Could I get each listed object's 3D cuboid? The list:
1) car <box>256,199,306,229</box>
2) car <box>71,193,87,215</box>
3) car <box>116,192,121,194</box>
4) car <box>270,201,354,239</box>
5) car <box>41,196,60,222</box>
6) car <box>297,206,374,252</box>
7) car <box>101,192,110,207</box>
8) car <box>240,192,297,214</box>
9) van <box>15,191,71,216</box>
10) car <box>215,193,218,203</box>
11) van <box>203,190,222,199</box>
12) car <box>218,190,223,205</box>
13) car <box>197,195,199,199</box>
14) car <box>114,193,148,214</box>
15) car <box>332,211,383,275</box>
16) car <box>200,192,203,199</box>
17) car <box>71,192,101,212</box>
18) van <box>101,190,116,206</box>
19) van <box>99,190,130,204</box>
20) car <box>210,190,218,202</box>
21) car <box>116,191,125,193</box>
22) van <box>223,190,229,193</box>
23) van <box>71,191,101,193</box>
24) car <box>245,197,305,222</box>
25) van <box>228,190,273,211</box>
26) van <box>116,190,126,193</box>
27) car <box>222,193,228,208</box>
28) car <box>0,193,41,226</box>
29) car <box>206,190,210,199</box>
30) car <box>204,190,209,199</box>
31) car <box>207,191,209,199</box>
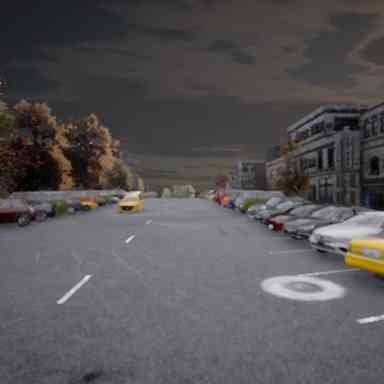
[{"bbox_3d":[6.099,1.306,17.168,4.792,1.488,2.163,0,1,-21],"label":"car"},{"bbox_3d":[-11.890,1.175,28.625,4.892,1.521,2.231,-1,1,-21],"label":"car"},{"bbox_3d":[-12.166,1.076,43.346,4.674,1.452,2.002,-1,0,-21],"label":"car"},{"bbox_3d":[6.190,1.312,14.243,4.892,1.521,2.231,0,1,-21],"label":"car"},{"bbox_3d":[-11.818,1.270,22.727,4.792,1.488,2.163,-1,1,-21],"label":"car"},{"bbox_3d":[6.235,1.386,11.314,4.674,1.452,2.002,0,1,-21],"label":"car"},{"bbox_3d":[-12.053,1.126,37.453,4.674,1.452,2.002,-1,1,-21],"label":"car"},{"bbox_3d":[6.052,1.083,23.053,4.553,1.767,2.185,0,1,-21],"label":"car"},{"bbox_3d":[-11.952,0.984,25.632,4.442,1.987,1.878,-1,1,-21],"label":"van"},{"bbox_3d":[5.704,1.069,40.642,4.674,1.452,2.002,0,1,-21],"label":"car"},{"bbox_3d":[5.003,0.624,81.742,4.442,1.987,1.878,1,-2,-21],"label":"van"},{"bbox_3d":[5.727,0.928,37.703,4.553,1.767,2.185,0,0,-21],"label":"car"},{"bbox_3d":[4.918,0.981,87.613,5.366,1.575,1.946,1,-2,-21],"label":"car"},{"bbox_3d":[-5.643,1.129,31.204,1.882,1.535,5.008,0,1,-1],"label":"car"},{"bbox_3d":[6.456,1.379,8.452,5.366,1.575,1.946,0,0,-21],"label":"car"},{"bbox_3d":[4.986,0.812,69.904,5.366,1.575,1.946,1,0,-21],"label":"car"},{"bbox_3d":[-11.778,1.138,31.637,5.366,1.575,1.946,-1,0,-21],"label":"car"},{"bbox_3d":[-12.007,0.833,40.445,4.442,1.987,1.878,-1,0,-21],"label":"van"},{"bbox_3d":[-12.218,0.740,52.219,4.442,1.987,1.878,-1,0,-21],"label":"van"},{"bbox_3d":[5.677,0.752,43.588,5.566,2.045,2.435,1,0,-21],"label":"car"},{"bbox_3d":[-12.222,1.051,46.291,4.674,1.452,2.002,-1,0,-21],"label":"car"},{"bbox_3d":[5.917,0.858,34.823,4.442,1.987,1.878,0,0,-21],"label":"van"},{"bbox_3d":[-12.115,0.892,34.466,4.442,1.987,1.878,-1,1,-21],"label":"van"},{"bbox_3d":[6.079,1.243,20.115,4.892,1.521,2.231,0,1,-21],"label":"car"},{"bbox_3d":[5.810,0.916,28.865,4.442,1.987,1.878,0,1,-21],"label":"van"},{"bbox_3d":[-12.380,0.766,49.182,4.442,1.987,1.878,-1,1,-21],"label":"van"},{"bbox_3d":[5.854,1.112,31.846,5.008,1.535,2.097,0,0,-21],"label":"car"},{"bbox_3d":[-11.712,1.148,19.804,4.553,1.767,2.185,-1,1,-21],"label":"car"},{"bbox_3d":[5.609,0.913,55.377,5.366,1.575,1.946,1,0,-21],"label":"car"},{"bbox_3d":[5.504,0.874,61.237,5.366,1.575,1.946,1,0,-21],"label":"car"},{"bbox_3d":[5.457,0.965,52.369,4.792,1.488,2.163,1,1,-21],"label":"car"}]
